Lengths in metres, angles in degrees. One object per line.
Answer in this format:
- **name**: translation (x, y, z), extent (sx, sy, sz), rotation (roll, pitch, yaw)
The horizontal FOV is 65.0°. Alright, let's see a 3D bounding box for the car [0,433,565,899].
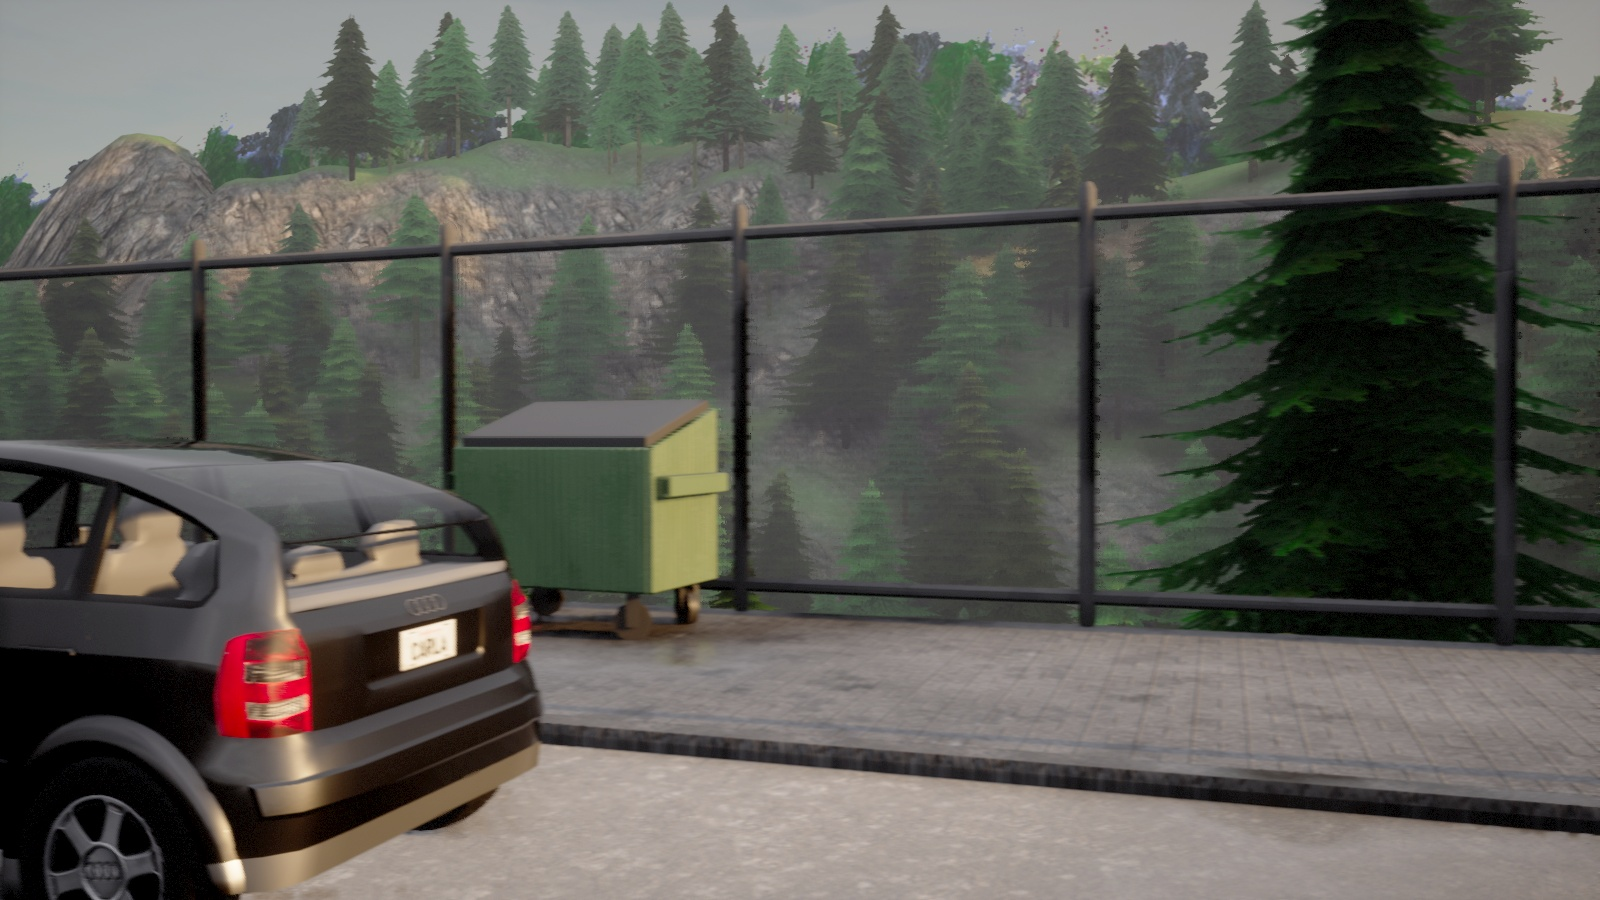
- **car**: translation (-2.974, 0.718, 4.718), extent (3.705, 1.549, 1.789), rotation (1, 1, 19)
